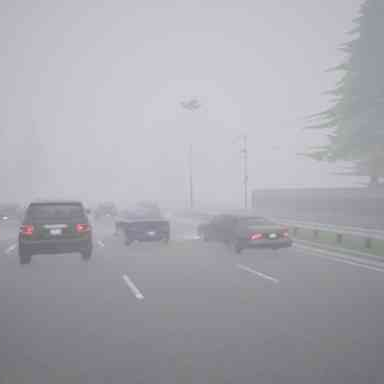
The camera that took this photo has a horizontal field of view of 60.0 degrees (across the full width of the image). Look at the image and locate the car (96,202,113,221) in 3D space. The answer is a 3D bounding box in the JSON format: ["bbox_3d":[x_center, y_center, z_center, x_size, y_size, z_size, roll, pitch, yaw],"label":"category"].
[{"bbox_3d":[-7.471,1.581,28.225,1.837,1.490,4.892,0,0,-22],"label":"car"}]

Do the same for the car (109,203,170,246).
[{"bbox_3d":[-2.517,1.517,15.757,1.882,1.535,5.008,0,0,-21],"label":"car"}]

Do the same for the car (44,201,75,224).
[{"bbox_3d":[-10.794,1.569,26.952,2.128,1.511,4.902,0,0,-23],"label":"car"}]

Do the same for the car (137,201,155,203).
[{"bbox_3d":[-4.190,1.579,29.485,1.837,1.490,4.892,0,0,-22],"label":"car"}]

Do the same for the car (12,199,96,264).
[{"bbox_3d":[-4.971,1.259,12.342,2.150,2.045,5.566,0,0,-21],"label":"car"}]

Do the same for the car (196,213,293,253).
[{"bbox_3d":[1.911,1.577,13.934,2.033,1.411,5.357,0,0,-21],"label":"car"}]

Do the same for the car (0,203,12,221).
[{"bbox_3d":[-14.034,1.585,25.723,1.837,1.490,4.892,0,0,-22],"label":"car"}]
